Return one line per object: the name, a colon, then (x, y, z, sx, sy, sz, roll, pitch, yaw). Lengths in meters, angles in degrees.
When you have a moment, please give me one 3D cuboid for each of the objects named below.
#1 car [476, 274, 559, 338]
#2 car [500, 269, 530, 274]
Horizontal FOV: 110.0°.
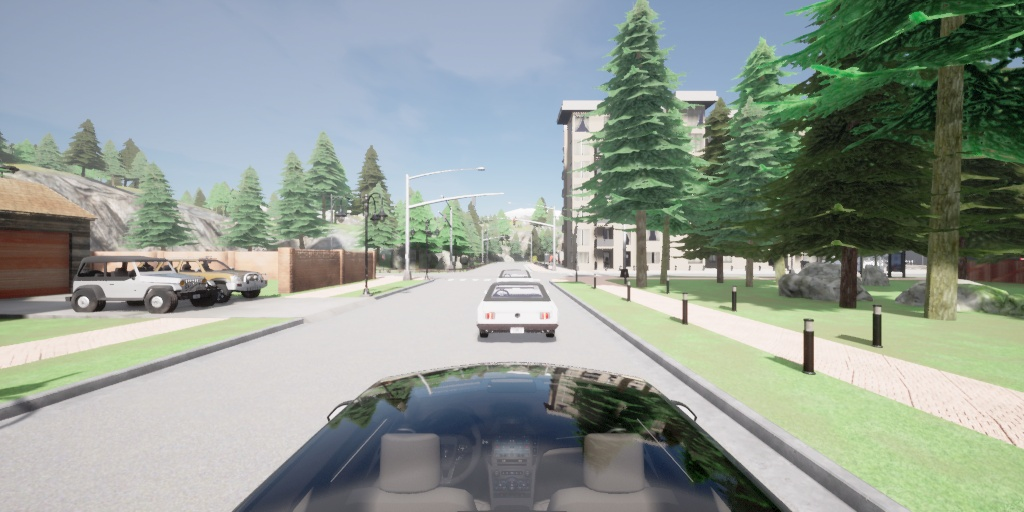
car: (0.131, 1.351, 10.148, 1.895, 1.301, 4.718, 0, 0, 0)
car: (0.160, 1.351, 19.316, 1.895, 1.301, 4.718, 0, 0, 0)
